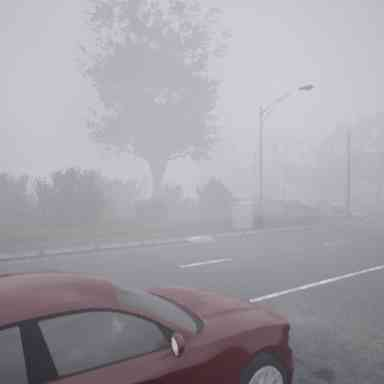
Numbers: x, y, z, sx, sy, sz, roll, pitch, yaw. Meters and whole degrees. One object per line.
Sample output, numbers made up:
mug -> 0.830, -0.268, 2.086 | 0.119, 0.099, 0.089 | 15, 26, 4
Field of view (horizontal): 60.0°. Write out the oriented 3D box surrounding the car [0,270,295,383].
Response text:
car -> -1.189, 1.479, 2.897 | 5.008, 1.535, 1.882 | 0, 0, -35

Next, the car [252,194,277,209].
car -> 10.644, 1.311, 47.208 | 2.150, 2.045, 5.566 | 0, 0, -33

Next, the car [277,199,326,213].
car -> 12.374, 1.612, 37.917 | 1.812, 1.442, 4.674 | 0, 0, -31

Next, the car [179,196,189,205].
car -> -0.774, 1.504, 58.364 | 1.882, 1.535, 5.008 | 0, 0, -34

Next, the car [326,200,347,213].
car -> 15.824, 1.622, 39.002 | 1.812, 1.442, 4.674 | 0, 0, -32

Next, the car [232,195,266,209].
car -> 7.428, 1.585, 45.740 | 1.837, 1.490, 4.892 | 0, 0, -32
